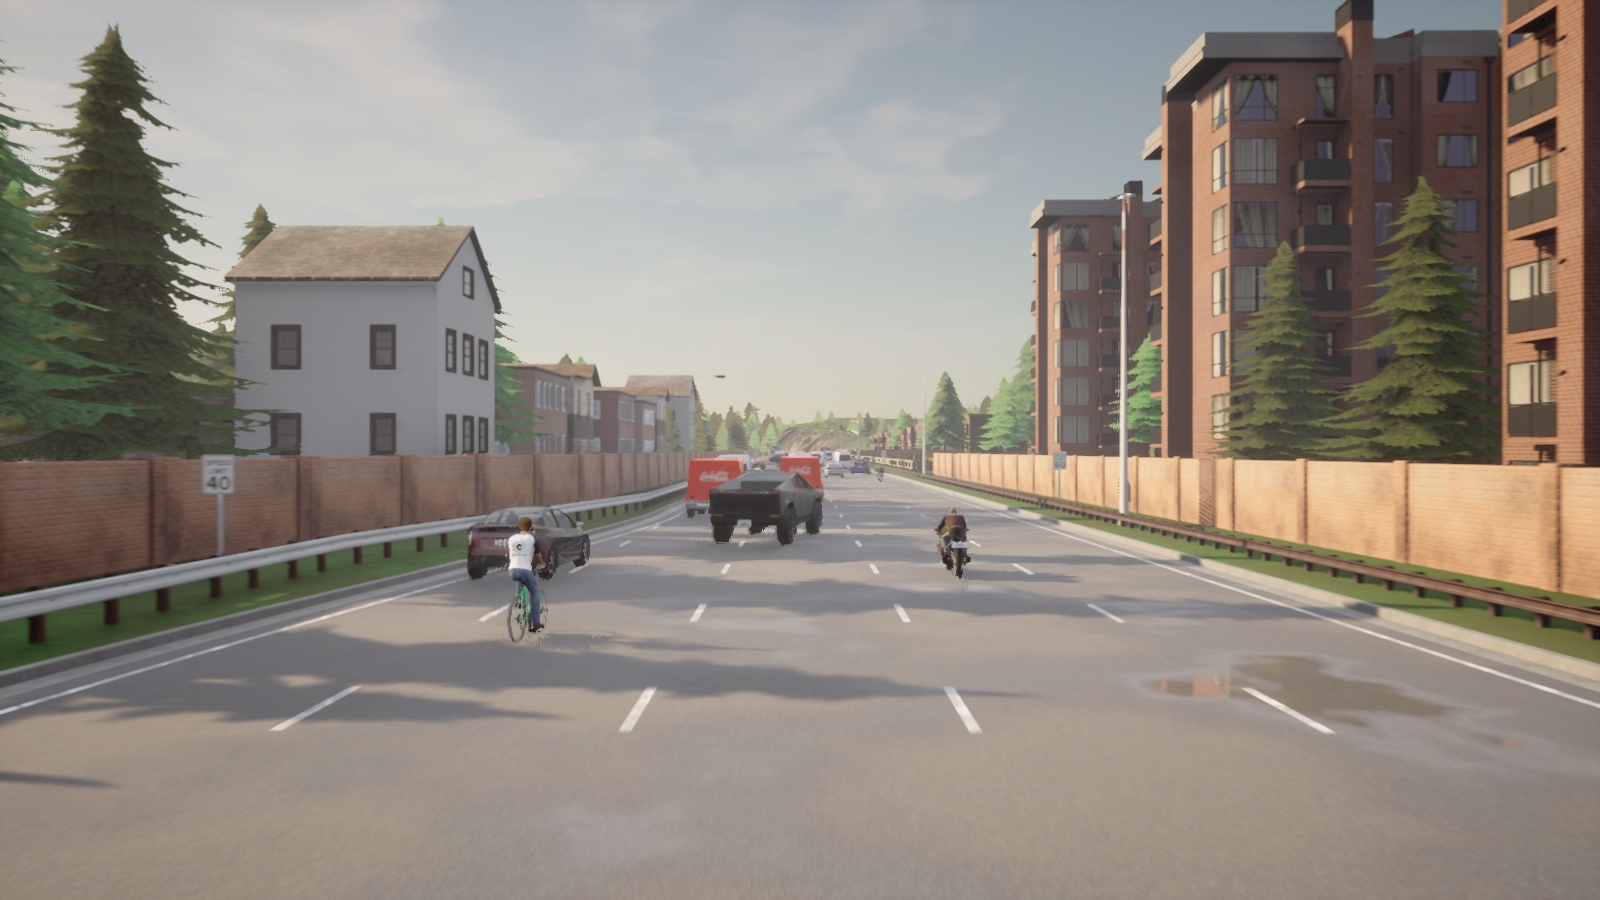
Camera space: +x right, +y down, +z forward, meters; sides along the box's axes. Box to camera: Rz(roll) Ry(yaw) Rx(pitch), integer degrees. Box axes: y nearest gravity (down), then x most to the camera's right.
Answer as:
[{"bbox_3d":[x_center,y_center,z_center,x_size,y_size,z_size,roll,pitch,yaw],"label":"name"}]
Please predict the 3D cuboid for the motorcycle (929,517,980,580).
[{"bbox_3d":[3.491,2.205,26.004,0.867,1.251,2.209,0,0,0],"label":"motorcycle"}]

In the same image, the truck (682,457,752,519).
[{"bbox_3d":[-3.495,1.573,49.270,2.627,2.467,5.204,0,0,0],"label":"truck"}]

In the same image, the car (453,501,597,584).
[{"bbox_3d":[-6.170,2.040,26.179,2.007,1.525,4.514,0,0,3],"label":"car"}]

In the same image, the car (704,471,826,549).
[{"bbox_3d":[-0.954,1.753,35.792,2.390,2.098,6.274,0,0,12],"label":"car"}]

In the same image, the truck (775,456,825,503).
[{"bbox_3d":[0.007,1.570,62.790,2.627,2.467,5.204,0,0,0],"label":"truck"}]

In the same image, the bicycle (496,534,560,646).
[{"bbox_3d":[-4.047,2.056,17.108,0.373,1.496,1.643,-1,-1,6],"label":"bicycle"}]
